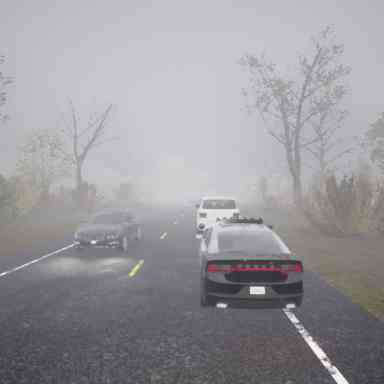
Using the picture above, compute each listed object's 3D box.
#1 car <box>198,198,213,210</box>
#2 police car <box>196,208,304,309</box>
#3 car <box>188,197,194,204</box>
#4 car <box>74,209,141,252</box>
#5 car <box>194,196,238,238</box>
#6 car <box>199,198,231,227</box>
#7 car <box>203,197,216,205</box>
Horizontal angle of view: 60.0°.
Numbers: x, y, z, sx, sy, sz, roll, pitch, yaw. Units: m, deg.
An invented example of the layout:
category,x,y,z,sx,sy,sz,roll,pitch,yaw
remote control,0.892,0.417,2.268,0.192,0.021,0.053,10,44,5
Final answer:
category,x,y,z,sx,sy,sz,roll,pitch,yaw
car,1.927,1.584,46.354,1.837,1.490,4.892,0,0,5
police car,1.127,1.428,8.097,1.930,1.638,5.238,0,0,1
car,0.433,1.732,67.986,2.033,1.411,5.357,0,0,6
car,-3.373,1.511,14.049,1.837,1.490,4.892,0,0,2
car,1.366,1.233,17.970,2.150,2.045,5.566,0,0,2
car,1.582,1.366,23.880,2.097,1.767,4.553,0,0,2
car,3.376,1.709,63.435,2.033,1.411,5.357,0,0,6
